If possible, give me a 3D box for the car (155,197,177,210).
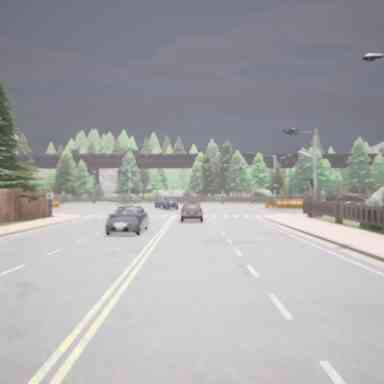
[{"bbox_3d":[-3.695,1.486,45.677,2.097,1.767,4.553,0,0,-26],"label":"car"}]

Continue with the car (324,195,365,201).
[{"bbox_3d":[18.502,1.336,39.371,5.566,2.045,2.150,0,0,1],"label":"car"}]

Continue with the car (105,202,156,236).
[{"bbox_3d":[-3.572,1.548,18.976,2.128,1.511,4.902,0,0,0],"label":"car"}]

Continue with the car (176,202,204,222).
[{"bbox_3d":[0.001,1.627,27.262,2.033,1.411,5.357,0,0,0],"label":"car"}]
